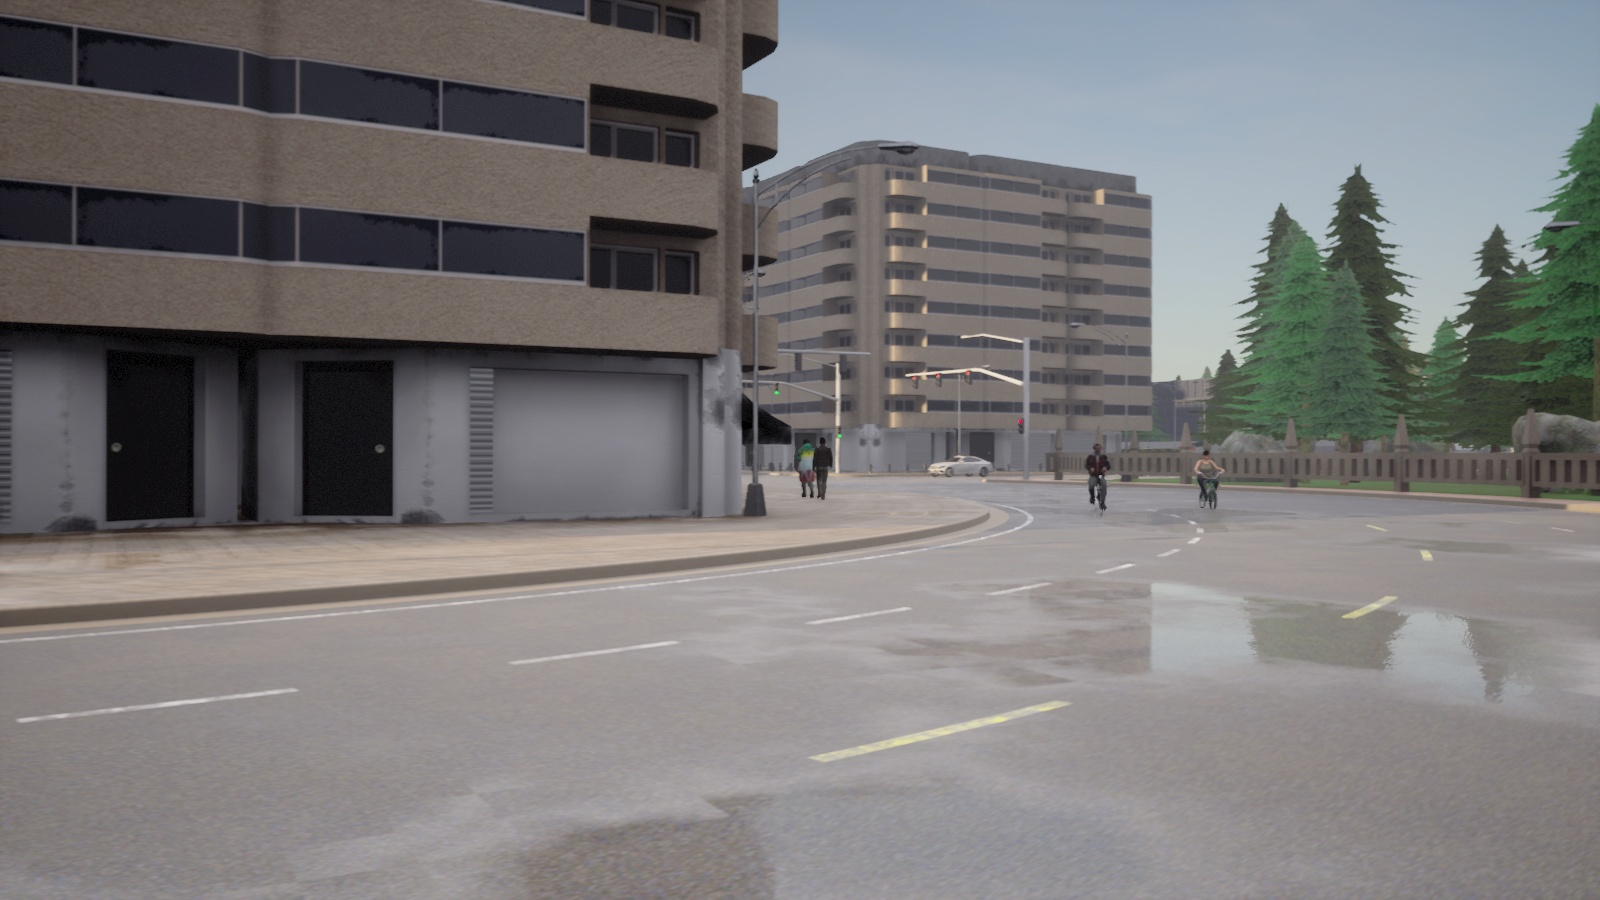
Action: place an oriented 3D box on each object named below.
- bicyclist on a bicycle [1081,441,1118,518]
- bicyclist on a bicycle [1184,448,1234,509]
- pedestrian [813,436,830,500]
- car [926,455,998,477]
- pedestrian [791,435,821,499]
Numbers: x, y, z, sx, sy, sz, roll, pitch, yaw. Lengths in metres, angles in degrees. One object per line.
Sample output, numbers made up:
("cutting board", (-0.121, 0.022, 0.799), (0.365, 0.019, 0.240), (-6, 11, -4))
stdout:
("bicyclist on a bicycle", (7.164, 0.691, 30.072), (0.659, 1.776, 1.843), (-1, 0, 7))
("bicyclist on a bicycle", (11.033, 0.759, 33.897), (0.866, 1.612, 1.509), (-1, 0, 2))
("pedestrian", (0.628, 0.510, 36.228), (0.431, 1.840, 0.703), (0, 0, -4))
("car", (10.956, 1.063, 85.069), (4.674, 1.442, 1.812), (0, 0, -29))
("pedestrian", (0.189, 0.519, 38.548), (0.659, 1.952, 0.873), (0, 0, -19))
